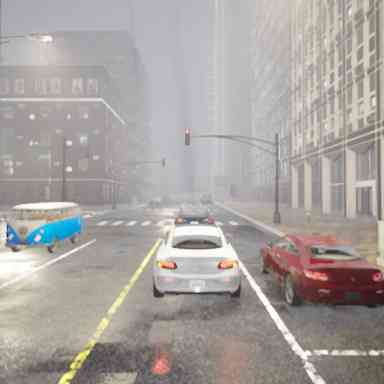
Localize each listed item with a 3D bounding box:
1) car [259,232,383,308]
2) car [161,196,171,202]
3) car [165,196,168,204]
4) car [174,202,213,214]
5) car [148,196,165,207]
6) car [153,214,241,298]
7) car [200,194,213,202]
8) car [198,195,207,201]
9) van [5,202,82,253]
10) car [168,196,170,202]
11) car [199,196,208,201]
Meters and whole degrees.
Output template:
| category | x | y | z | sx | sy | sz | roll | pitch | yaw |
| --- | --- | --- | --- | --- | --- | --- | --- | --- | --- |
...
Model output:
| category | x | y | z | sx | sy | sz | roll | pitch | yaw |
| --- | --- | --- | --- | --- | --- | --- | --- | --- | --- |
| car | 2.701 | 1.578 | 7.629 | 1.802 | 1.307 | 4.206 | 1 | 0 | 0 |
| car | -5.681 | 1.538 | 73.847 | 1.802 | 1.307 | 4.206 | 1 | 0 | 0 |
| car | -5.680 | 1.517 | 56.883 | 2.008 | 1.369 | 4.403 | 1 | 0 | 0 |
| car | 0.076 | 1.495 | 17.504 | 2.163 | 1.488 | 4.792 | 0 | 0 | -1 |
| car | -5.680 | 1.521 | 51.229 | 2.008 | 1.369 | 4.403 | 1 | 0 | 0 |
| car | 0.105 | 1.521 | 8.391 | 1.812 | 1.442 | 4.674 | 0 | 0 | 0 |
| car | 2.700 | 1.549 | 56.886 | 1.802 | 1.307 | 4.206 | 1 | 0 | 0 |
| car | 2.699 | 1.499 | 85.159 | 2.008 | 1.369 | 4.403 | 1 | 0 | 0 |
| van | -5.761 | 1.334 | 13.312 | 1.690 | 1.788 | 3.998 | 1 | 0 | 0 |
| car | -5.681 | 1.529 | 62.538 | 1.947 | 1.339 | 4.313 | 1 | 0 | 0 |
| car | 2.699 | 1.534 | 79.505 | 1.802 | 1.307 | 4.206 | 1 | 0 | 0 |
